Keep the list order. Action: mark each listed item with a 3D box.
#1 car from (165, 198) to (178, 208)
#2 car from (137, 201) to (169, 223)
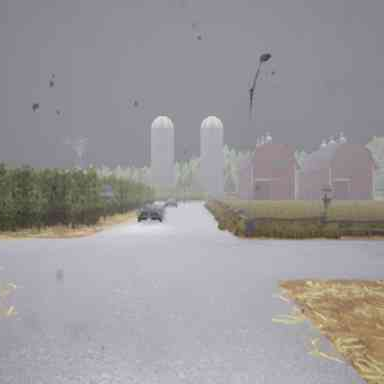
[{"bbox_3d":[-3.111,1.652,50.609,1.812,1.442,4.674,0,0,0],"label":"car"},{"bbox_3d":[-3.106,1.662,26.178,1.895,1.301,4.718,0,0,0],"label":"car"}]
